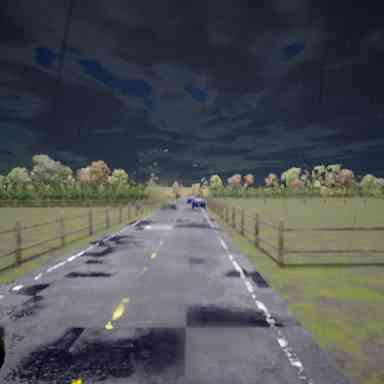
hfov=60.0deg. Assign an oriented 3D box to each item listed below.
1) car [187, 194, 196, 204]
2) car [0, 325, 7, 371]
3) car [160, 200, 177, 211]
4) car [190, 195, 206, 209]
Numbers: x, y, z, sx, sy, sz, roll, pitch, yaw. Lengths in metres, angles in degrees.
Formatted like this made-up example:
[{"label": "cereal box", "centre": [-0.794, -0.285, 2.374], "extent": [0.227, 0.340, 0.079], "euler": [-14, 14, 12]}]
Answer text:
[{"label": "car", "centre": [-0.025, 1.623, 66.488], "extent": [1.882, 1.535, 5.008], "euler": [0, 0, 0]}, {"label": "car", "centre": [-2.851, 1.604, 1.216], "extent": [1.895, 1.301, 4.718], "euler": [0, 0, 0]}, {"label": "car", "centre": [-2.856, 1.700, 41.780], "extent": [1.895, 1.301, 4.718], "euler": [0, 0, 0]}, {"label": "car", "centre": [0.945, 1.589, 47.613], "extent": [1.882, 1.535, 5.008], "euler": [0, 0, 0]}]
